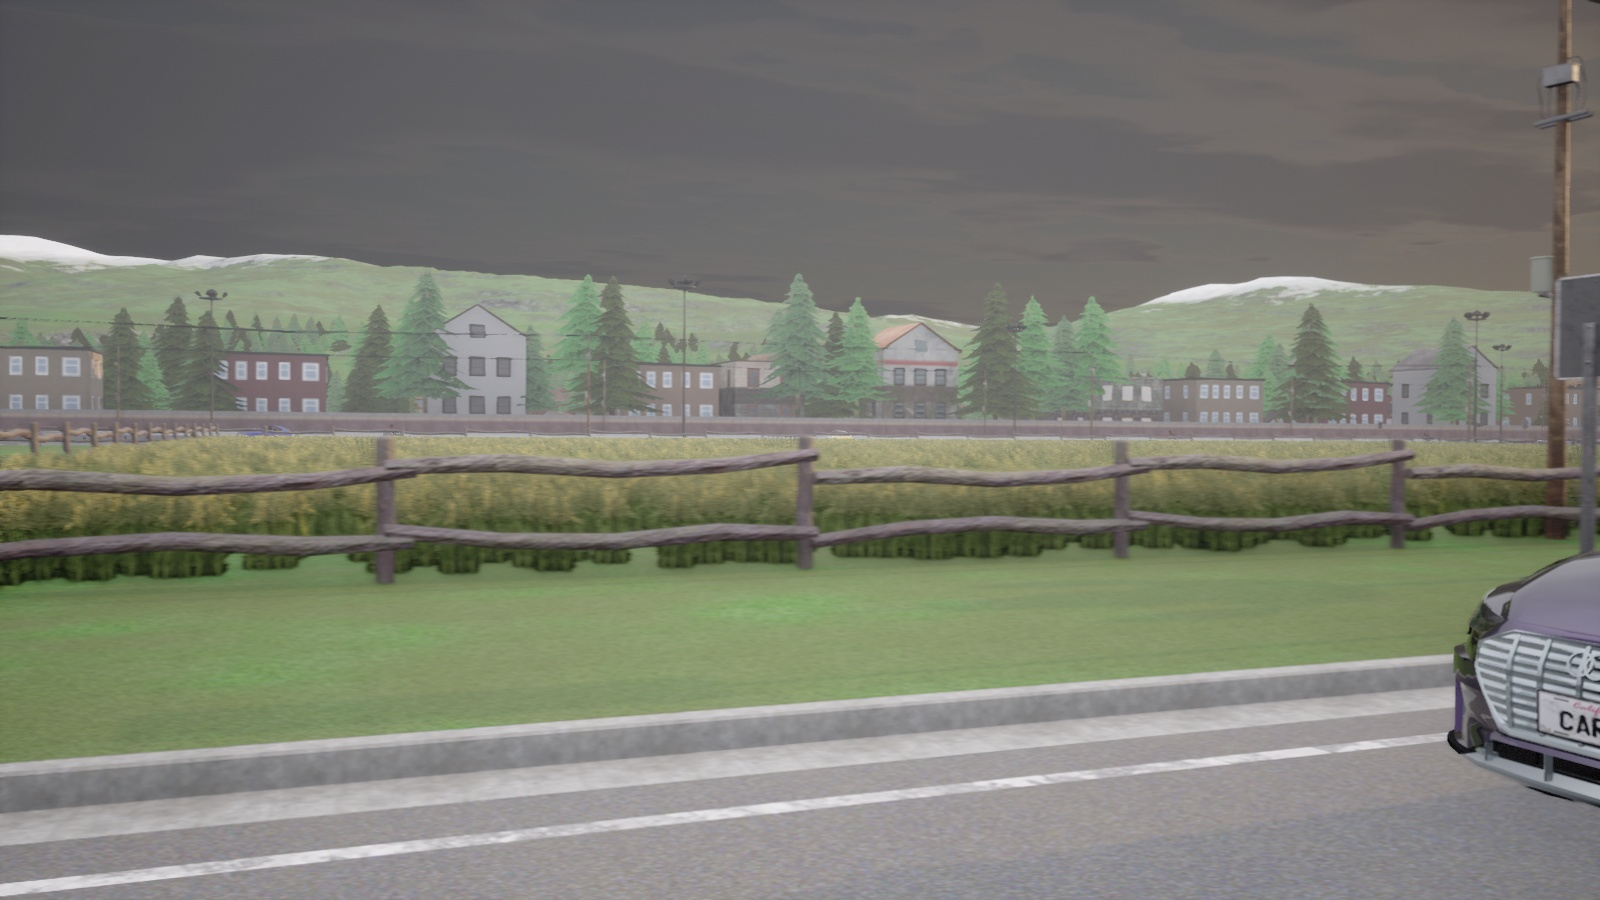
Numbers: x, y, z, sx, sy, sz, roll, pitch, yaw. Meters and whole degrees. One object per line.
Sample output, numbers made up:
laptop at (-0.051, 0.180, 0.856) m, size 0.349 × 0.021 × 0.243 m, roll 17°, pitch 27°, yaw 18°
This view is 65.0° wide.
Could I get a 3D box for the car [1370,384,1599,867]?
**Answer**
car at (5.002, 0.568, 5.136) m, size 4.856 × 1.649 × 2.033 m, roll -1°, pitch 1°, yaw -21°
